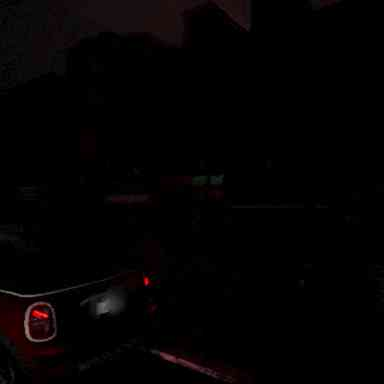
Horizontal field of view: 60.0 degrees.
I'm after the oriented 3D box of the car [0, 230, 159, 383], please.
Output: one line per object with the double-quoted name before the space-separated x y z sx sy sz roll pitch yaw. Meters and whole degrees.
"car" -2.745 1.399 5.206 4.553 1.767 2.097 -1 0 36
